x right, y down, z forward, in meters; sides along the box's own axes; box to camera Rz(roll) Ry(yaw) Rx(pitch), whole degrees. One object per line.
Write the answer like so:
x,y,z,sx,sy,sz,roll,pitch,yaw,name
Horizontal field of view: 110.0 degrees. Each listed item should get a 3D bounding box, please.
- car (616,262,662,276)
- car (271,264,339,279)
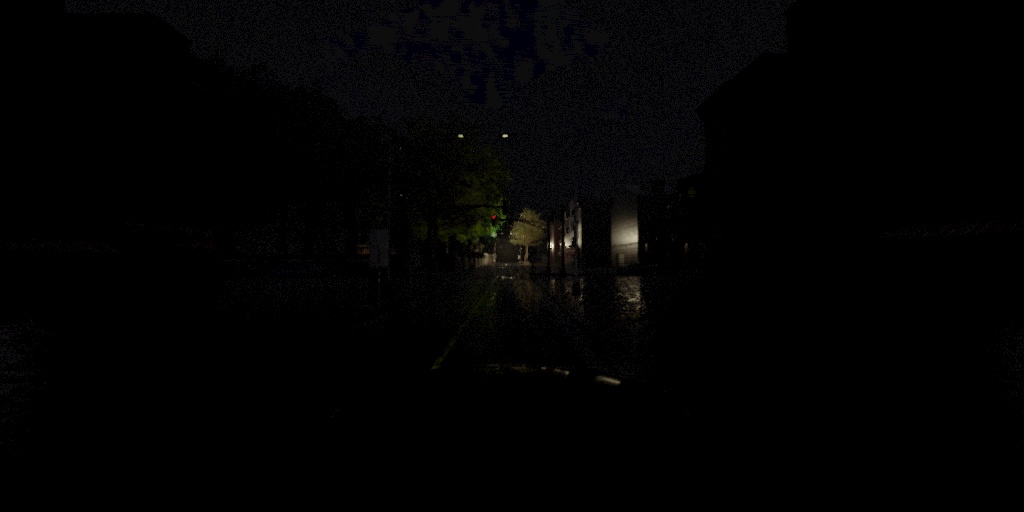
12.390,1.237,35.086,4.313,1.339,1.948,0,0,0,car
-18.688,1.441,32.455,5.357,1.411,2.033,0,-1,0,car
